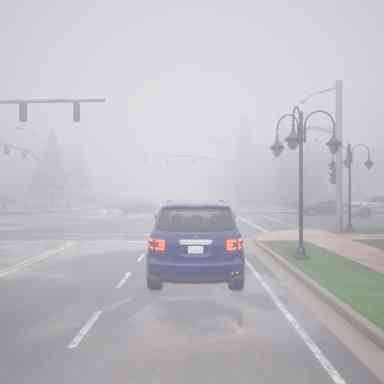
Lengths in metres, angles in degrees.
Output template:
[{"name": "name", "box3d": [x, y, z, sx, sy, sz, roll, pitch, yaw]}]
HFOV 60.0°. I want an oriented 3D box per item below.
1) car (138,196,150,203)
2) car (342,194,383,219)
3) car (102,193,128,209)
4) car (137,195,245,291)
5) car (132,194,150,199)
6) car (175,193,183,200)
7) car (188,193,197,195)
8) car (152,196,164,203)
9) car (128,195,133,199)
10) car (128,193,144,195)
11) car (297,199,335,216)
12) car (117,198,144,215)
[{"name": "car", "box3d": [-10.443, 1.540, 72.790, 2.033, 1.411, 5.357, 0, 0, 0]}, {"name": "car", "box3d": [16.211, 1.221, 28.810, 5.566, 2.045, 2.150, 0, 0, -1]}, {"name": "car", "box3d": [-10.557, 1.352, 44.925, 2.097, 1.767, 4.553, 0, 0, 0]}, {"name": "car", "box3d": [0.087, 1.221, 9.185, 2.150, 2.045, 5.566, 0, 0, 0]}, {"name": "car", "box3d": [-7.045, 1.477, 48.997, 1.882, 1.535, 5.008, 0, 0, 0]}, {"name": "car", "box3d": [-3.432, 1.210, 87.778, 2.097, 1.767, 4.553, 0, 0, 0]}, {"name": "car", "box3d": [0.061, 1.544, 77.933, 1.994, 1.385, 4.181, 0, 0, 0]}, {"name": "car", "box3d": [-6.959, 1.505, 68.062, 1.837, 1.490, 4.892, 0, 0, 0]}, {"name": "car", "box3d": [-10.540, 1.564, 53.555, 1.994, 1.385, 4.181, 0, 0, 1]}, {"name": "car", "box3d": [-10.507, 1.477, 62.329, 1.882, 1.535, 5.008, 0, 0, 0]}, {"name": "car", "box3d": [12.766, 1.505, 32.290, 4.892, 1.490, 1.837, 0, 0, -1]}, {"name": "car", "box3d": [-5.056, 1.601, 33.352, 1.895, 1.301, 4.718, 0, 0, 26]}]
